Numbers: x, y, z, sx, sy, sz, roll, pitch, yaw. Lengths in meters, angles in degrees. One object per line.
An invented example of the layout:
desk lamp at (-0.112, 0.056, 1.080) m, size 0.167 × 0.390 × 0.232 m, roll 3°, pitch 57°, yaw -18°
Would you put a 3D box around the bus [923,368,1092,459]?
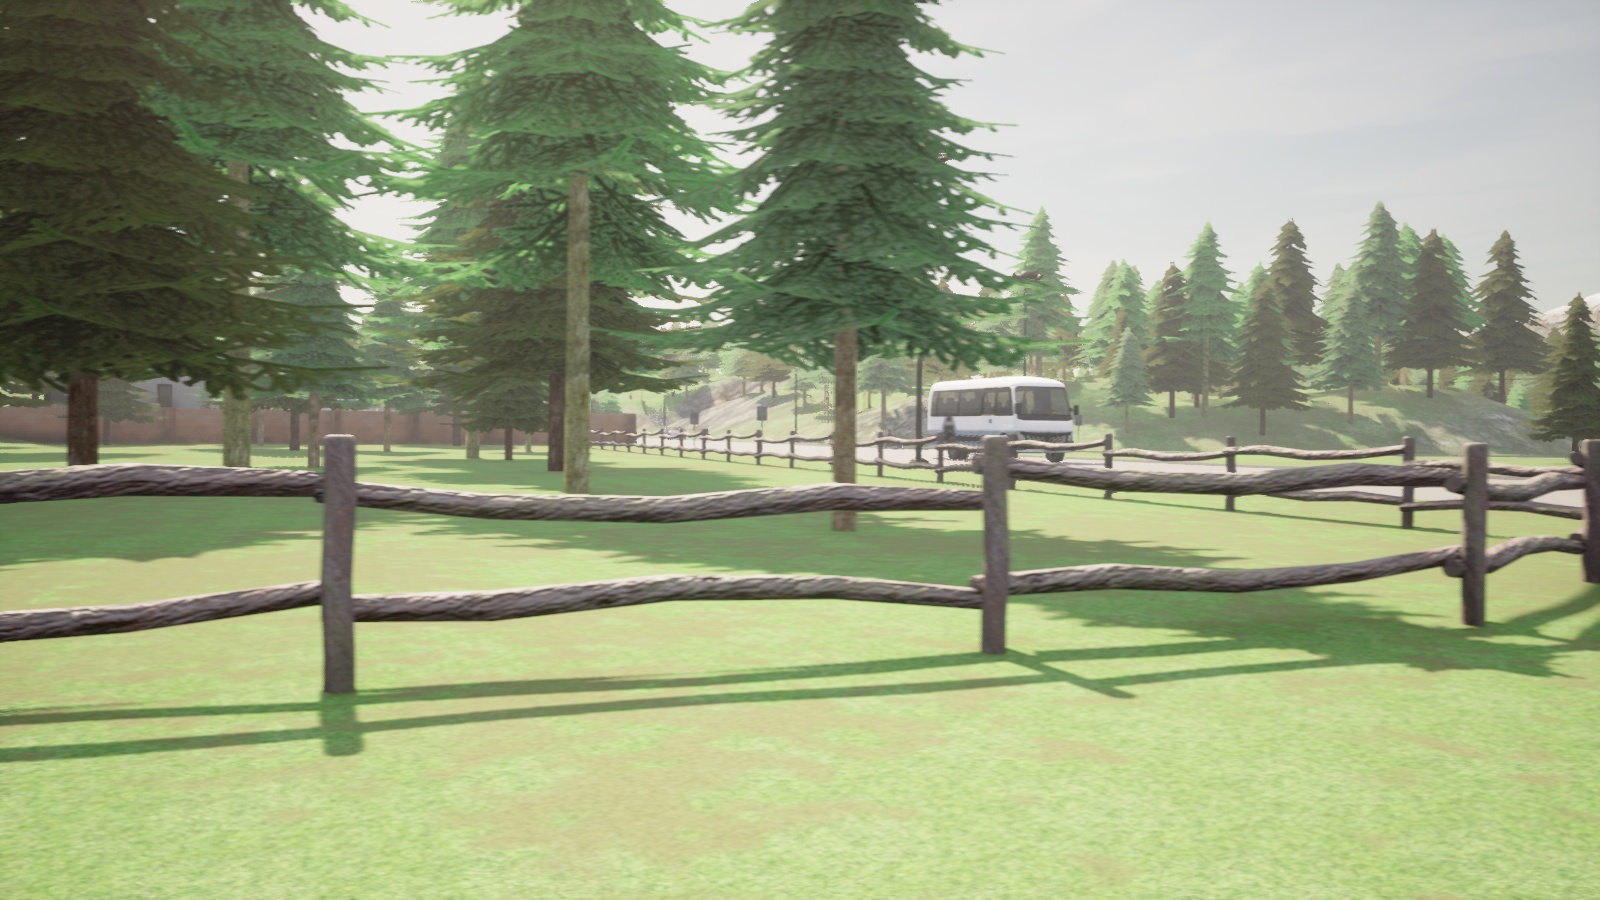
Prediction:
bus at (10.326, -1.781, 64.126) m, size 3.944 × 4.253 × 10.273 m, roll -1°, pitch 1°, yaw -20°
